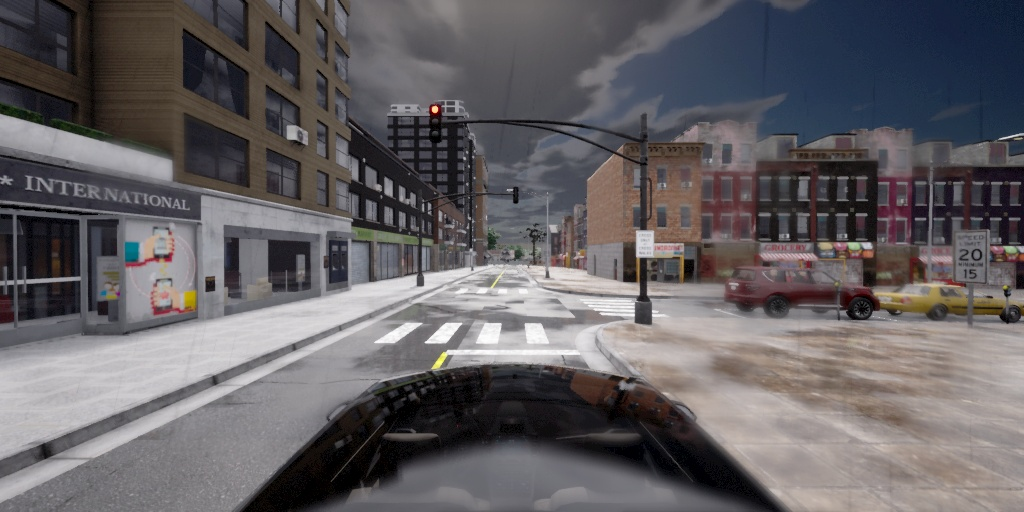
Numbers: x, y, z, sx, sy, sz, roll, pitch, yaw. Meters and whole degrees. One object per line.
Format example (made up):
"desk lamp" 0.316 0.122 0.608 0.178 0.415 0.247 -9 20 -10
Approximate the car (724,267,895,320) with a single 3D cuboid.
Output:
"car" 10.831 1.346 13.677 5.009 1.841 2.192 0 0 0

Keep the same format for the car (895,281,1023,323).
"car" 16.546 1.659 13.649 4.829 1.417 1.751 0 0 0
